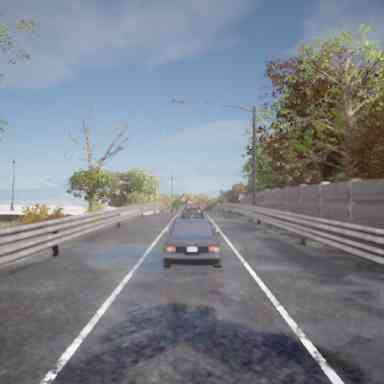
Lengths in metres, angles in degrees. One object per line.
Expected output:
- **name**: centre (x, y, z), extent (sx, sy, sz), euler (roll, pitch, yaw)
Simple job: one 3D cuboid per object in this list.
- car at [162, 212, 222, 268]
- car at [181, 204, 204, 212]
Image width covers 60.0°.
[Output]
- **car**: centre (0.021, 1.657, 11.682), extent (2.033, 1.411, 5.357), euler (0, -1, 0)
- **car**: centre (0.040, 1.771, 28.917), extent (2.128, 1.511, 4.902), euler (0, -1, 1)
